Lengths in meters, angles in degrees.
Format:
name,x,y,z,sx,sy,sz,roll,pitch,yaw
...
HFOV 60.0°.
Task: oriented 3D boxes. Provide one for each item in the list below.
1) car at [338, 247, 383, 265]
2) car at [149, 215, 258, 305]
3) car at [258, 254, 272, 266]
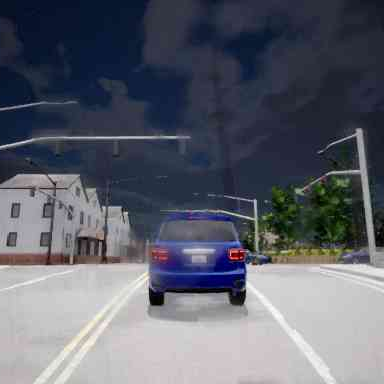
name,x,y,z,sx,sy,sz,roll,pitch,yaw
car,15.445,5.655,29.570,4.553,1.767,2.097,0,-12,1
car,0.084,1.760,9.277,2.150,2.045,5.566,0,-7,-1
car,3.657,5.241,26.808,5.357,1.411,2.033,-5,-13,22
